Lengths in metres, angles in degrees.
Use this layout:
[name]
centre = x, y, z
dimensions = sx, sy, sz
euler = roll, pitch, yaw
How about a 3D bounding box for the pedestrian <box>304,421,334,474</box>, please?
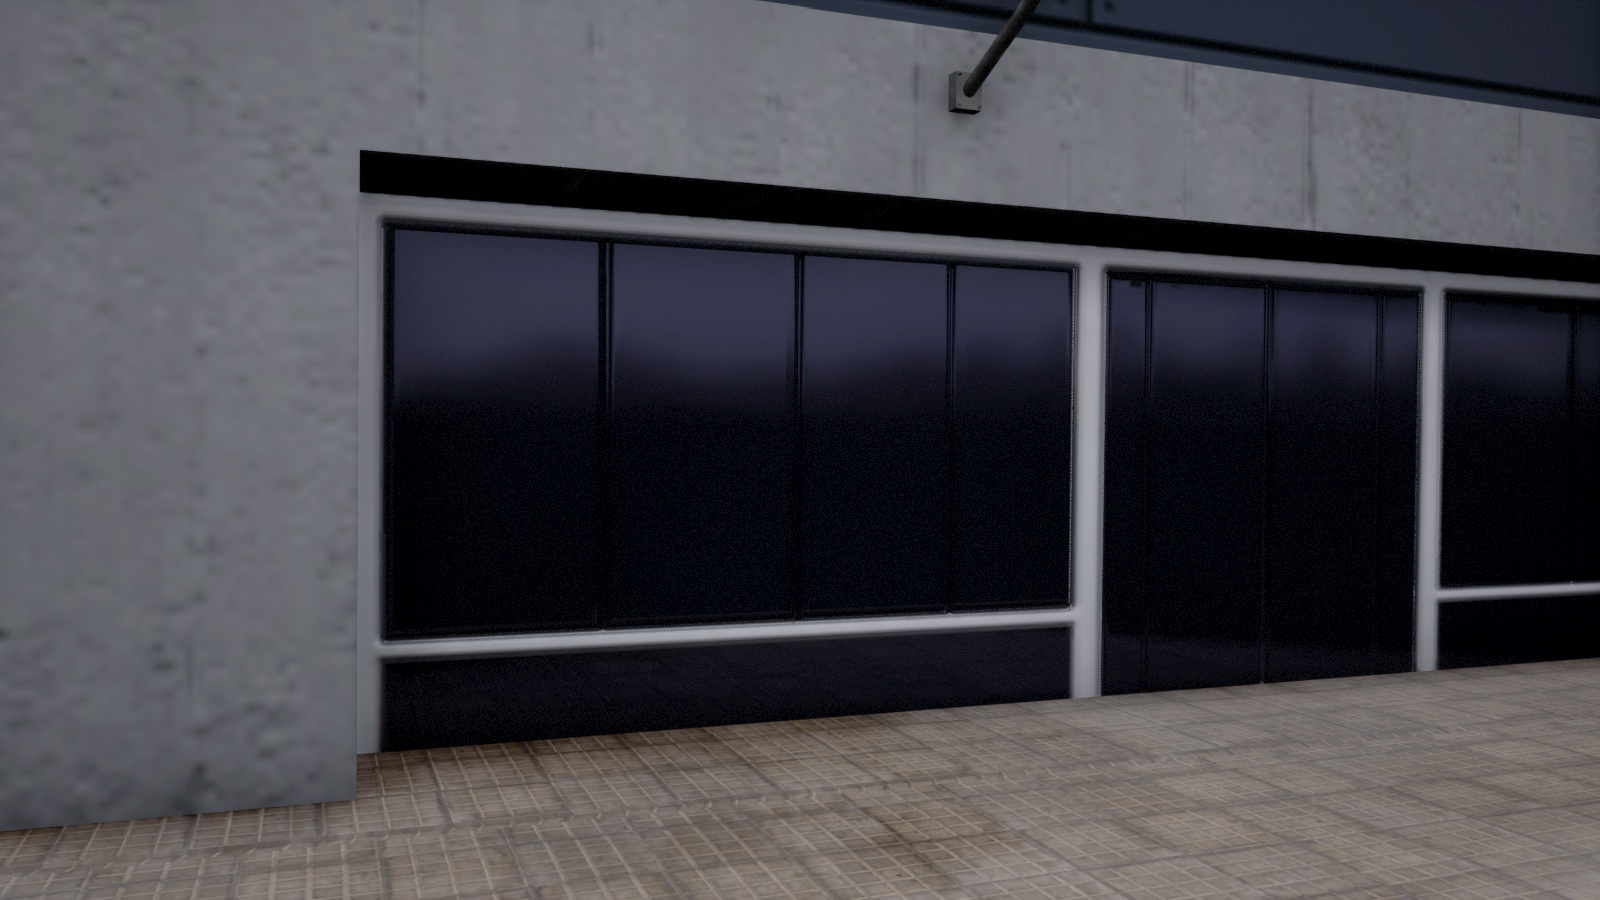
[pedestrian]
centre = -17.156, -0.085, 44.818
dimensions = 0.849, 1.883, 0.563
euler = -1, 1, -8
